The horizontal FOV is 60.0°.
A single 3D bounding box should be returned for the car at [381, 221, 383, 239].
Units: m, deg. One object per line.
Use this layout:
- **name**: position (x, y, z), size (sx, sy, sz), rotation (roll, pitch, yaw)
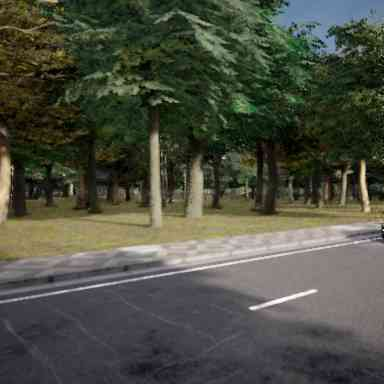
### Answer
- **car**: position (10.638, 1.333, 15.262), size (4.553, 1.767, 2.097), rotation (0, 0, -35)
